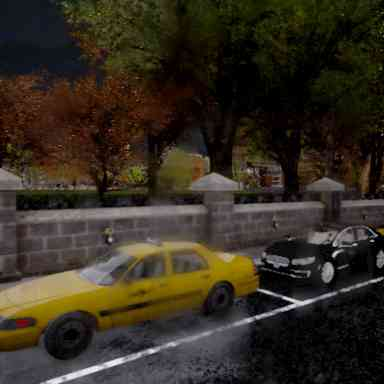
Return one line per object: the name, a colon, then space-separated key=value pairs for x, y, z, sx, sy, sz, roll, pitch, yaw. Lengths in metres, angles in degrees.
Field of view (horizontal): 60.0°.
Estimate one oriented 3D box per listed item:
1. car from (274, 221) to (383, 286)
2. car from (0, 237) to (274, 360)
car: x=3.815 y=1.539 z=9.282 sx=4.403 sy=1.369 sz=2.008 roll=0 pitch=0 yaw=-35
car: x=-0.908 y=1.521 z=5.914 sx=4.829 sy=1.417 sz=1.752 roll=0 pitch=0 yaw=-35
